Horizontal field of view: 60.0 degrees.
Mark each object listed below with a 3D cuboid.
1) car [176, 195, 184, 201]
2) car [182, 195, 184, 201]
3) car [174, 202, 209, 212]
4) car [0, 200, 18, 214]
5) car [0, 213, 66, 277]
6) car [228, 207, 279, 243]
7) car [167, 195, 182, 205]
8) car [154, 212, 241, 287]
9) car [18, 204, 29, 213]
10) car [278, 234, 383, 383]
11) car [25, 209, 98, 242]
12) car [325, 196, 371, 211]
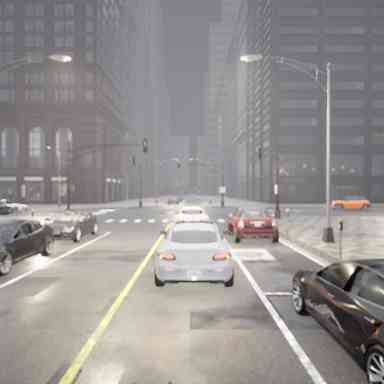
[{"bbox_3d":[-3.098,1.492,85.050,1.895,1.301,4.718,0,0,0],"label":"car"},{"bbox_3d":[-3.036,1.407,70.084,1.837,1.490,4.892,0,0,0],"label":"car"},{"bbox_3d":[0.003,1.492,18.303,1.812,1.442,4.674,0,0,0],"label":"car"},{"bbox_3d":[-19.265,1.494,30.698,5.008,1.535,1.882,0,0,0],"label":"car"},{"bbox_3d":[-5.762,1.547,10.227,1.947,1.339,4.313,0,0,0],"label":"car"},{"bbox_3d":[2.762,1.411,15.866,1.967,1.590,4.097,0,0,0],"label":"car"},{"bbox_3d":[-3.055,1.444,55.027,1.812,1.442,4.674,0,0,0],"label":"car"},{"bbox_3d":[0.064,1.508,9.129,1.812,1.442,4.674,0,0,1],"label":"car"},{"bbox_3d":[-19.146,1.520,33.949,4.674,1.442,1.812,0,0,0],"label":"car"},{"bbox_3d":[2.763,1.557,4.594,1.947,1.339,4.313,0,0,0],"label":"car"},{"bbox_3d":[-5.763,1.522,15.864,2.008,1.369,4.403,0,0,0],"label":"car"},{"bbox_3d":[17.503,1.231,37.480,4.553,1.767,2.097,0,0,0],"label":"car"}]
